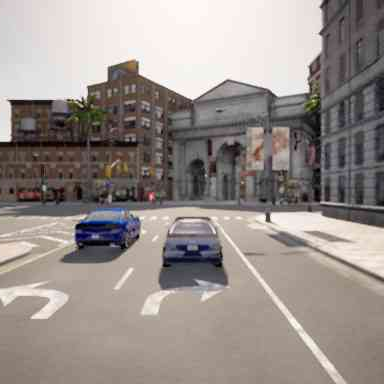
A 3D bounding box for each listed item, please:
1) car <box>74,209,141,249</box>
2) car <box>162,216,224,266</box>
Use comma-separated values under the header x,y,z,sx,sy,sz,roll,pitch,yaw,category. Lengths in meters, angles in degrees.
x,y,z,sx,sy,sz,roll,pitch,yaw,category
-3.449,1.456,14.429,1.882,1.535,5.008,0,0,1,car
0.022,1.531,11.368,2.033,1.411,5.357,0,0,0,car
